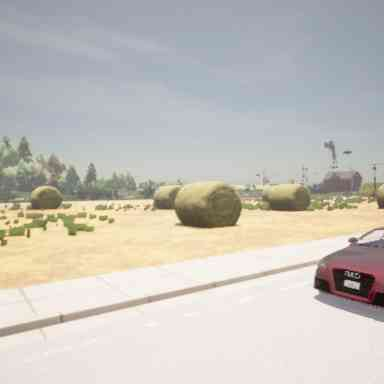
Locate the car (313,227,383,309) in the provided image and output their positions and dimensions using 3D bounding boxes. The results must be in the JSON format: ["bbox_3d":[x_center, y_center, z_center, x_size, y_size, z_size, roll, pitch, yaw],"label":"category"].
[{"bbox_3d":[4.544,1.489,7.229,4.181,1.385,1.994,-1,0,-35],"label":"car"}]
